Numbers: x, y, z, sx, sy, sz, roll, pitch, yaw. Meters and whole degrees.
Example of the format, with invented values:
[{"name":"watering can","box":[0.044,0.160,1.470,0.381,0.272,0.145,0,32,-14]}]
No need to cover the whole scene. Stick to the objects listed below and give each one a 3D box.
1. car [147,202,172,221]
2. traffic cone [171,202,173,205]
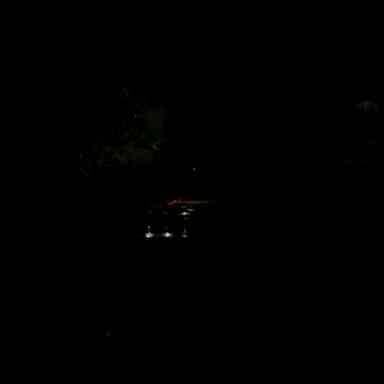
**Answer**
[{"name":"car","box":[-2.860,1.695,30.076,1.882,1.535,5.008,0,0,0]},{"name":"traffic cone","box":[-3.860,2.133,58.468,0.340,0.580,0.340,0,0,0]}]
